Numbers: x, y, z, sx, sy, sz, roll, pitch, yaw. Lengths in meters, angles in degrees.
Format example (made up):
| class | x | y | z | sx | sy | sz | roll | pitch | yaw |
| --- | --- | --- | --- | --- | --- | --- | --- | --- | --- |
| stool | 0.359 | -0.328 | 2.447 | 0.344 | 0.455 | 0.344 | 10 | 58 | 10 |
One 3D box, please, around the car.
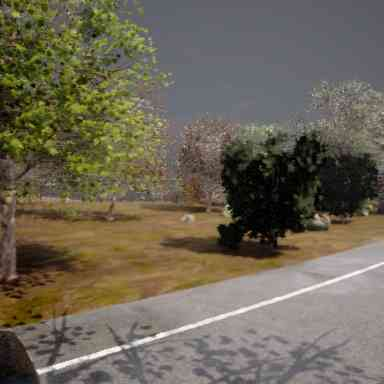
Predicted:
| class | x | y | z | sx | sy | sz | roll | pitch | yaw |
| --- | --- | --- | --- | --- | --- | --- | --- | --- | --- |
| car | -3.009 | 1.570 | 1.683 | 4.181 | 1.385 | 1.994 | 0 | 0 | -36 |
